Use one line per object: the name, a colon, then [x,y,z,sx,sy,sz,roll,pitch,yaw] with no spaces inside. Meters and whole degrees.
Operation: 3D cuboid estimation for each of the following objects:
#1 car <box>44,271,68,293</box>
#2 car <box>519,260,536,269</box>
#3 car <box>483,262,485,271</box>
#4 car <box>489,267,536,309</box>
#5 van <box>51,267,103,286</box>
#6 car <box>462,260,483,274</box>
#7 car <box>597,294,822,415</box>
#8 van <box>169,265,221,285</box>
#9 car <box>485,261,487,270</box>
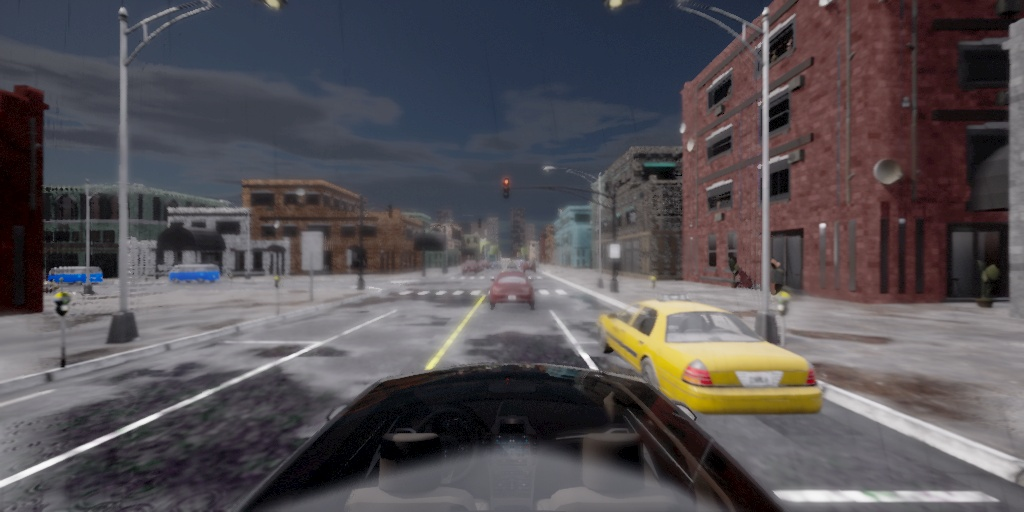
car: [-35.738,2.038,25.887,4.829,1.417,1.751,0,0,-1]
car: [2.688,1.584,55.165,2.192,1.841,5.009,0,0,0]
car: [-5.693,1.814,55.163,1.888,1.381,4.507,0,0,0]
car: [0.026,1.413,15.743,1.812,1.442,4.674,0,0,1]
van: [-41.618,1.938,34.168,3.998,1.789,1.690,0,0,-1]
car: [-5.692,1.530,49.619,2.192,1.841,5.009,0,0,0]
car: [2.694,1.318,6.199,1.751,1.417,4.829,0,0,0]
van: [-30.300,1.779,34.296,3.998,1.789,1.690,0,0,-1]
car: [-5.694,1.905,60.707,1.802,1.307,4.207,0,0,0]
